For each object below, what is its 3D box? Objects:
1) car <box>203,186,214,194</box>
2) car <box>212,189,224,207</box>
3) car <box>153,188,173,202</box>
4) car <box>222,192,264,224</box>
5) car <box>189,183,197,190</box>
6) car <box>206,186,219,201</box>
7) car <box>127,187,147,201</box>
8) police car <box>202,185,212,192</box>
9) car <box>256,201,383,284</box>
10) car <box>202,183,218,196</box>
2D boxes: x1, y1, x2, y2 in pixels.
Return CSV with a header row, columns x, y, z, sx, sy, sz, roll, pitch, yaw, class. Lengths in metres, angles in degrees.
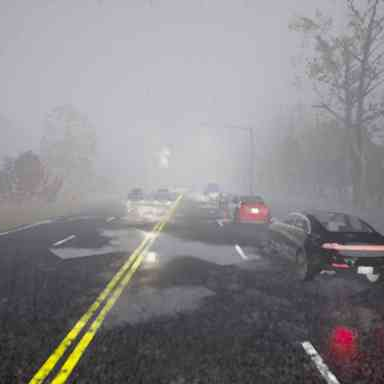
x,y,z,sx,sy,sz,roll,pitch,yaw,class
3.158,-0.463,63.217,1.812,1.442,4.674,0,1,0,car
3.187,0.674,30.305,1.895,1.301,4.718,1,2,0,car
-3.432,0.310,39.281,1.812,1.442,4.674,0,2,0,car
3.200,0.936,19.311,2.163,1.488,4.792,0,1,0,car
0.146,-1.294,83.993,2.033,1.411,5.357,0,2,1,car
3.154,0.330,41.295,1.895,1.301,4.718,1,2,0,car
-6.684,0.225,40.817,1.837,1.490,4.892,0,2,0,car
3.252,-0.851,74.178,2.038,1.542,4.974,0,1,1,police car
3.354,1.233,8.865,2.128,1.511,4.902,1,2,0,car
3.135,-0.407,52.279,2.150,2.045,5.566,1,1,0,car
